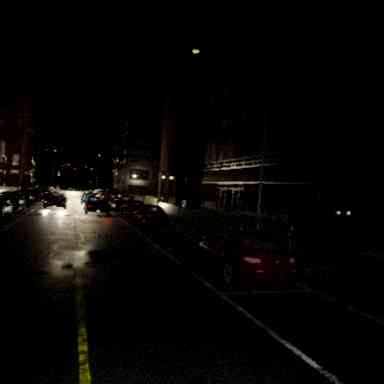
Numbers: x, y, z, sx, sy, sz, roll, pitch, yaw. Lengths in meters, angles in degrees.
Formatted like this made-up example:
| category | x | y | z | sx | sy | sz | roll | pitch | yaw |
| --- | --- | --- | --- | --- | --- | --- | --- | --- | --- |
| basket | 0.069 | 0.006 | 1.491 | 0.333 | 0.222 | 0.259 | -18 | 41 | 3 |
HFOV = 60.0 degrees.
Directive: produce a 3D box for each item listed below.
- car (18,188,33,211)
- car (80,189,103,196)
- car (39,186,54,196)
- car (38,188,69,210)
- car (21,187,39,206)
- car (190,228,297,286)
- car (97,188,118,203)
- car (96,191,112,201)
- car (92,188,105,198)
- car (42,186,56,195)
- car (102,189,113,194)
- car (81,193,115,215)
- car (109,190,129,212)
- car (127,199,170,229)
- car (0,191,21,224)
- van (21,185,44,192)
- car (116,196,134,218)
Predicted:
| category | x | y | z | sx | sy | sz | roll | pitch | yaw |
| --- | --- | --- | --- | --- | --- | --- | --- | --- | --- |
| car | -12.395 | 0.640 | 22.623 | 2.008 | 1.369 | 4.403 | 4 | 0 | -20 |
| car | -11.578 | 0.708 | 37.527 | 2.033 | 1.411 | 5.357 | 4 | 0 | -19 |
| car | -23.749 | -0.151 | 54.470 | 1.947 | 1.339 | 4.313 | 4 | 0 | -20 |
| car | -11.783 | 0.686 | 28.987 | 2.033 | 1.411 | 5.357 | 4 | 0 | -19 |
| car | -14.289 | 0.535 | 27.931 | 1.802 | 1.307 | 4.206 | 4 | 0 | -20 |
| car | 1.283 | 1.678 | 9.574 | 1.802 | 1.307 | 4.206 | 4 | 0 | -20 |
| car | -11.943 | 0.457 | 46.726 | 2.192 | 1.841 | 5.009 | 4 | 0 | -20 |
| car | -13.852 | 0.574 | 52.034 | 1.947 | 1.339 | 4.313 | 4 | 0 | -20 |
| car | -17.628 | 0.183 | 62.648 | 1.967 | 1.590 | 4.097 | 4 | 0 | -20 |
| car | -25.641 | -0.299 | 59.778 | 2.008 | 1.369 | 4.403 | 4 | 0 | -20 |
| car | -10.050 | 0.591 | 41.418 | 2.192 | 1.841 | 5.009 | 4 | 0 | -20 |
| car | -7.574 | 1.049 | 26.452 | 1.895 | 1.301 | 4.718 | 4 | 0 | -19 |
| car | -6.275 | 0.986 | 30.804 | 1.967 | 1.590 | 4.097 | 4 | 0 | -20 |
| car | -2.501 | 1.401 | 20.189 | 1.802 | 1.307 | 4.206 | 4 | 0 | -20 |
| car | -10.504 | 0.793 | 17.315 | 1.947 | 1.339 | 4.313 | 4 | 0 | -20 |
| van | -16.165 | 0.159 | 33.239 | 1.690 | 1.788 | 3.998 | 4 | 0 | -20 |
| car | -4.393 | 1.264 | 25.497 | 1.802 | 1.307 | 4.206 | 4 | 0 | -20 |
